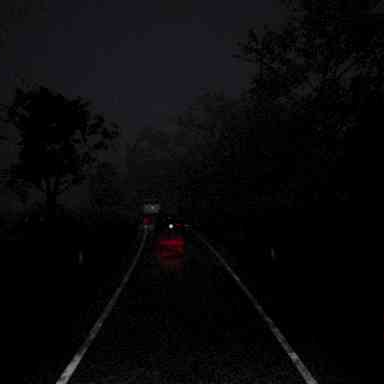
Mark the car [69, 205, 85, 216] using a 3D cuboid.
[{"bbox_3d":[-17.499,2.769,50.514,2.097,1.535,5.008,0,-2,-19],"label":"car"}]

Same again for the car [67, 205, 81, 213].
[{"bbox_3d":[-21.969,3.129,61.681,2.097,1.535,5.008,0,-2,-23],"label":"car"}]

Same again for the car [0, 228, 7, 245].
[{"bbox_3d":[-9.238,1.777,12.924,1.946,1.575,5.366,2,-2,-4],"label":"car"}]

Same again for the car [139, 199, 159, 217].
[{"bbox_3d":[-5.222,1.904,40.757,2.150,2.045,5.566,0,-1,-15],"label":"car"}]

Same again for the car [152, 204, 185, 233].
[{"bbox_3d":[-1.546,1.800,22.095,1.837,1.490,4.892,0,-1,-7],"label":"car"}]

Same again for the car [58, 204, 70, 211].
[{"bbox_3d":[-29.525,3.576,76.639,2.097,1.535,5.008,-2,-1,-28],"label":"car"}]

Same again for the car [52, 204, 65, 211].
[{"bbox_3d":[-32.826,3.807,81.815,2.002,1.452,4.674,1,-2,-33],"label":"car"}]

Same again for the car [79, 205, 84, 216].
[{"bbox_3d":[-12.879,2.342,35.159,2.231,1.521,4.892,3,-2,-12],"label":"car"}]

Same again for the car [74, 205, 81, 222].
[{"bbox_3d":[-11.674,2.195,29.701,2.231,1.521,4.892,2,-2,-12],"label":"car"}]

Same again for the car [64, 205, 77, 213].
[{"bbox_3d":[-24.604,3.342,67.326,2.002,1.452,4.674,0,-1,-25],"label":"car"}]

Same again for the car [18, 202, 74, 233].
[{"bbox_3d":[-10.647,1.797,24.178,2.435,2.045,5.566,2,-2,-9],"label":"car"}]

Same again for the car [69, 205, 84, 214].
[{"bbox_3d":[-19.723,2.951,56.435,2.231,1.521,4.892,0,-2,-21],"label":"car"}]
